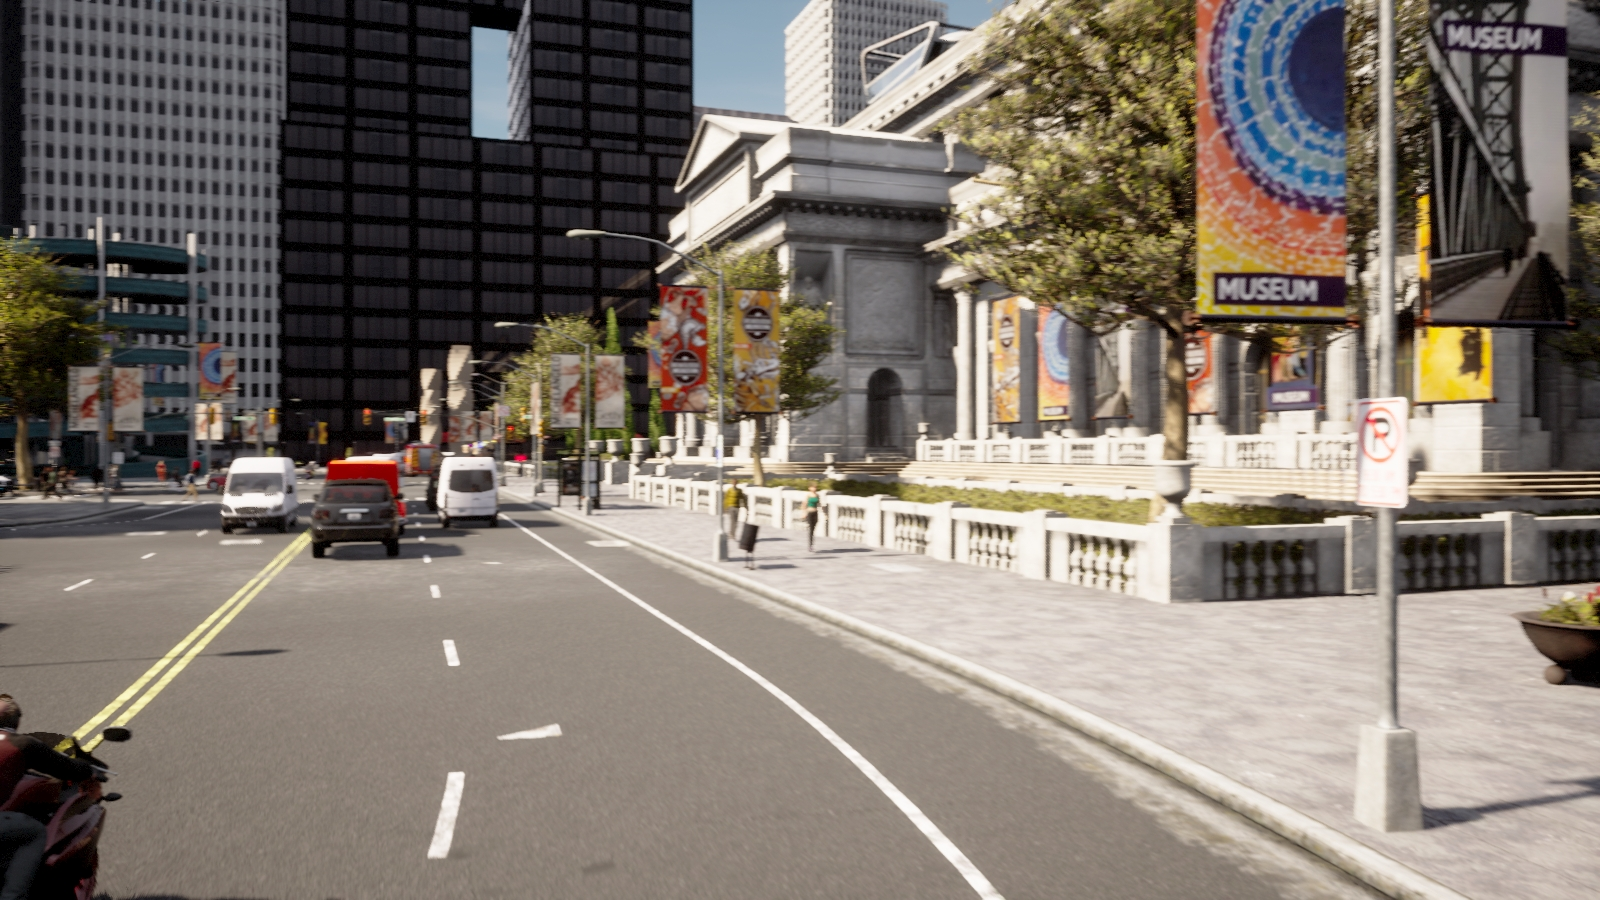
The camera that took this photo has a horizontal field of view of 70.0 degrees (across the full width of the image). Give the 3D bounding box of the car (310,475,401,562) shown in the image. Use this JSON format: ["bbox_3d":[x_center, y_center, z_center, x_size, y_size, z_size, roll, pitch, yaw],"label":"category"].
[{"bbox_3d":[-12.198,1.793,31.632,2.150,2.045,5.566,0,0,-19],"label":"car"}]

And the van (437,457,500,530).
[{"bbox_3d":[-12.660,1.548,43.437,1.988,2.561,5.915,0,0,-19],"label":"van"}]

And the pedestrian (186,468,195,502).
[{"bbox_3d":[-33.045,1.887,61.960,0.375,1.860,0.375,0,0,-15],"label":"pedestrian"}]

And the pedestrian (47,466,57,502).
[{"bbox_3d":[-38.892,1.741,59.385,0.375,1.860,0.375,0,0,-22],"label":"pedestrian"}]

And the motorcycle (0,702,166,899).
[{"bbox_3d":[-4.219,2.210,6.004,0.867,1.251,2.209,-1,0,-10],"label":"motorcycle"}]

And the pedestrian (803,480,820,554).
[{"bbox_3d":[0.292,1.697,29.161,0.375,1.860,0.375,0,0,-12],"label":"pedestrian"}]

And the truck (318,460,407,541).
[{"bbox_3d":[-14.592,1.585,38.377,2.627,2.467,5.204,0,0,-19],"label":"truck"}]

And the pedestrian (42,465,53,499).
[{"bbox_3d":[-41.621,1.744,63.185,0.375,1.860,0.375,0,0,37],"label":"pedestrian"}]

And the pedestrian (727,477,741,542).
[{"bbox_3d":[-1.891,1.698,32.732,0.375,1.860,0.375,0,0,-8],"label":"pedestrian"}]

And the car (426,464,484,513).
[{"bbox_3d":[-16.515,1.772,54.475,2.390,2.098,6.274,0,0,-19],"label":"car"}]

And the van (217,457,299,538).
[{"bbox_3d":[-18.926,1.556,40.153,1.988,2.561,5.915,0,0,-19],"label":"van"}]
